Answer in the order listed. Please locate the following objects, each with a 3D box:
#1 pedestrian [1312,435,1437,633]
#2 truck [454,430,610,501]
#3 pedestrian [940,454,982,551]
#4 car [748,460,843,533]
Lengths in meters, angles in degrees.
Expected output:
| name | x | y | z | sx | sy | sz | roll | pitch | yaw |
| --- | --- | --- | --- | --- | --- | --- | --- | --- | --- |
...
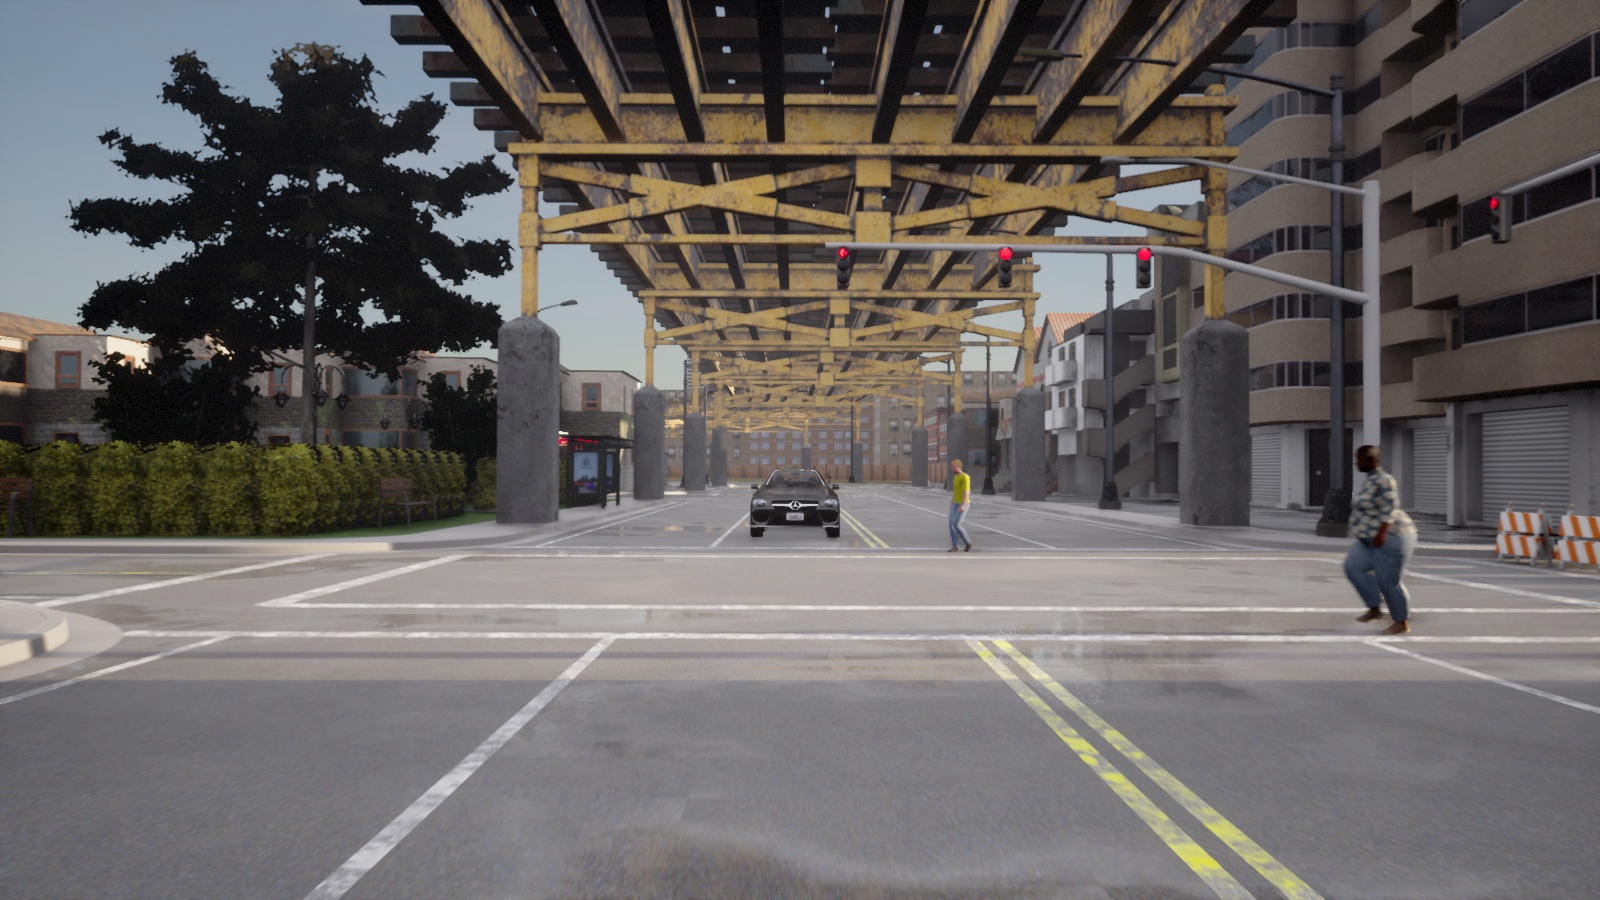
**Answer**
| name | x | y | z | sx | sy | sz | roll | pitch | yaw |
| --- | --- | --- | --- | --- | --- | --- | --- | --- | --- |
| pedestrian | 5.591 | 0.799 | 12.281 | 0.900 | 1.855 | 0.874 | 0 | -1 | 10 |
| truck | -15.186 | 0.911 | 71.712 | 8.468 | 3.827 | 2.891 | 1 | -1 | -44 |
| pedestrian | 3.111 | 1.007 | 24.258 | 0.706 | 1.836 | 0.354 | 0 | -1 | -24 |
| car | -0.107 | 1.116 | 31.169 | 2.152 | 1.651 | 5.027 | 0 | -1 | 0 |
